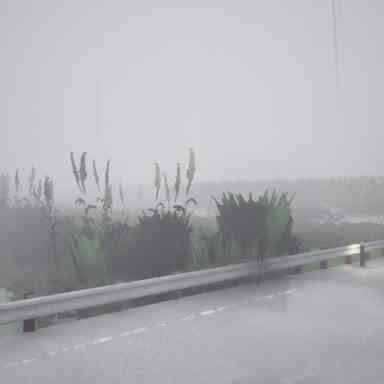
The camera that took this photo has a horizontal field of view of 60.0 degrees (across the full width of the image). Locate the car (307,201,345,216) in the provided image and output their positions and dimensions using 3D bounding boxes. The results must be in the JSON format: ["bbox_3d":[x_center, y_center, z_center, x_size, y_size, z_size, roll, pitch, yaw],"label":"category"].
[{"bbox_3d":[10.812,1.569,28.981,2.097,1.767,4.553,-1,1,-43],"label":"car"}]
